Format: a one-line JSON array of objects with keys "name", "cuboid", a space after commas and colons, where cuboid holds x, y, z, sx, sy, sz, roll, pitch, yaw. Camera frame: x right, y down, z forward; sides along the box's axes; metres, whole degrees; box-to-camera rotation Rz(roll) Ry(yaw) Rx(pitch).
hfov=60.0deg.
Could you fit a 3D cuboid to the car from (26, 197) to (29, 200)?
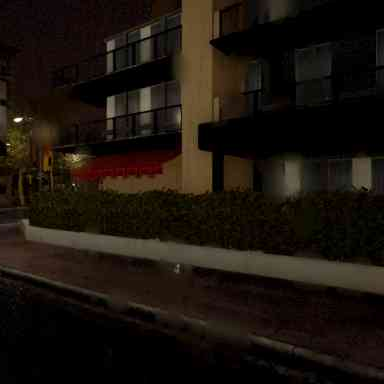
[{"name": "car", "cuboid": [-36.115, 1.481, 67.977, 4.892, 1.521, 2.231, 0, 0, 36]}]
